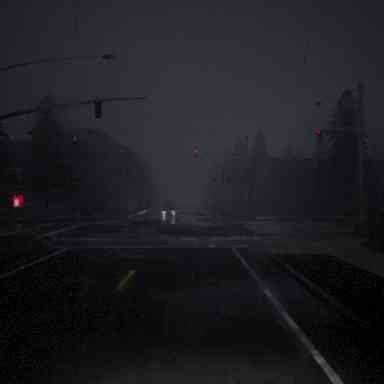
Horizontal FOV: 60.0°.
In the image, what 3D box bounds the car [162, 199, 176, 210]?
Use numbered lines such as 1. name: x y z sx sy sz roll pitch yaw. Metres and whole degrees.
1. car: -3.519 1.951 51.989 1.837 1.490 4.892 0 0 0
